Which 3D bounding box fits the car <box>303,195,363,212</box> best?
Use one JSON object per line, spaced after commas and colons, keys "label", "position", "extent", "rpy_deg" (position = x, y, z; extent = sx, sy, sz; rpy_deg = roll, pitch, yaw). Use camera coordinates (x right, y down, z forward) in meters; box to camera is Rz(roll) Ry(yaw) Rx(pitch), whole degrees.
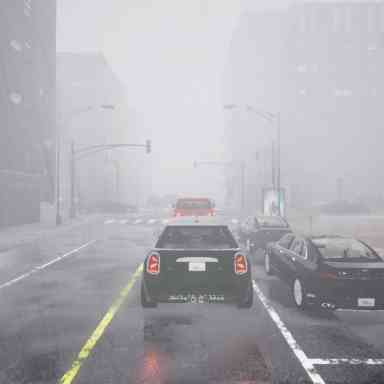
{"label": "car", "position": [14.977, 1.385, 35.553], "extent": [5.008, 1.535, 1.882], "rpy_deg": [0, -1, 2]}

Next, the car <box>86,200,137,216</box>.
{"label": "car", "position": [-8.098, 1.534, 33.594], "extent": [5.008, 1.535, 1.882], "rpy_deg": [0, 0, -14]}

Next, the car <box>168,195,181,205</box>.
{"label": "car", "position": [-3.088, 1.375, 60.590], "extent": [2.097, 1.767, 4.553], "rpy_deg": [0, 0, 0]}

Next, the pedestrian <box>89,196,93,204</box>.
{"label": "pedestrian", "position": [-12.542, 1.348, 41.291], "extent": [0.375, 1.860, 0.375], "rpy_deg": [0, 0, 0]}

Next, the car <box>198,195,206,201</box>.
{"label": "car", "position": [2.672, 1.582, 90.329], "extent": [1.887, 1.381, 4.507], "rpy_deg": [1, 0, 0]}

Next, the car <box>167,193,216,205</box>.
{"label": "car", "position": [0.082, 1.228, 17.536], "extent": [2.150, 2.045, 5.566], "rpy_deg": [0, 0, 0]}

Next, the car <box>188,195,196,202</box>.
{"label": "car", "position": [-0.025, 1.532, 78.839], "extent": [1.837, 1.490, 4.892], "rpy_deg": [0, 0, 0]}

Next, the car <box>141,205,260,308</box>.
{"label": "car", "position": [0.098, 1.354, 8.065], "extent": [2.097, 1.767, 4.553], "rpy_deg": [0, 0, 0]}

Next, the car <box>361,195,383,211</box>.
{"label": "car", "position": [19.279, 1.228, 38.117], "extent": [5.009, 1.841, 2.192], "rpy_deg": [0, 0, 0]}

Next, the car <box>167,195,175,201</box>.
{"label": "car", "position": [-5.708, 1.603, 90.366], "extent": [1.947, 1.339, 4.313], "rpy_deg": [1, 0, 0]}

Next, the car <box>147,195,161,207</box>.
{"label": "car", "position": [-5.692, 1.334, 51.369], "extent": [2.192, 1.841, 5.009], "rpy_deg": [1, 0, 0]}

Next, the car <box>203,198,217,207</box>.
{"label": "car", "position": [2.685, 1.585, 51.331], "extent": [1.947, 1.339, 4.313], "rpy_deg": [1, 0, 0]}

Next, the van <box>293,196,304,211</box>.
{"label": "van", "position": [13.752, 1.296, 38.155], "extent": [3.998, 1.788, 1.690], "rpy_deg": [0, 0, 0]}

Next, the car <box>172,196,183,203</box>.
{"label": "car", "position": [-3.022, 1.553, 70.660], "extent": [2.128, 1.511, 4.902], "rpy_deg": [0, 0, 0]}

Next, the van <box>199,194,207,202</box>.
{"label": "van", "position": [2.678, 1.373, 79.188], "extent": [1.690, 1.788, 3.998], "rpy_deg": [1, 0, 0]}

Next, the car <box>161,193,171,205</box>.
{"label": "car", "position": [-3.137, 1.240, 51.021], "extent": [2.150, 2.045, 5.566], "rpy_deg": [0, 0, 0]}

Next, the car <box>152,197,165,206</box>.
{"label": "car", "position": [-5.697, 1.566, 56.940], "extent": [1.887, 1.381, 4.507], "rpy_deg": [1, 0, 0]}

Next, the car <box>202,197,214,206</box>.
{"label": "car", "position": [2.683, 1.603, 56.902], "extent": [1.802, 1.307, 4.206], "rpy_deg": [1, 0, 0]}

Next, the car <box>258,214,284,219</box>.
{"label": "car", "position": [2.826, 1.555, 13.139], "extent": [2.008, 1.369, 4.403], "rpy_deg": [1, 0, 0]}

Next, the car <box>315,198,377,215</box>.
{"label": "car", "position": [13.694, 1.413, 29.773], "extent": [4.206, 1.307, 1.802], "rpy_deg": [0, 0, 0]}

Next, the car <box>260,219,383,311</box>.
{"label": "car", "position": [2.828, 1.553, 7.569], "extent": [2.008, 1.369, 4.403], "rpy_deg": [1, 0, 0]}
